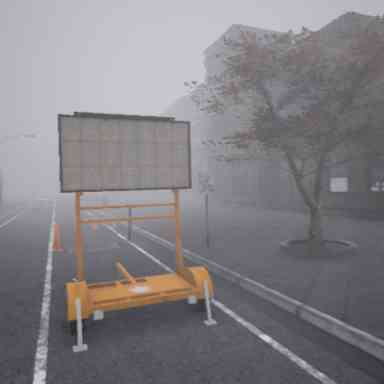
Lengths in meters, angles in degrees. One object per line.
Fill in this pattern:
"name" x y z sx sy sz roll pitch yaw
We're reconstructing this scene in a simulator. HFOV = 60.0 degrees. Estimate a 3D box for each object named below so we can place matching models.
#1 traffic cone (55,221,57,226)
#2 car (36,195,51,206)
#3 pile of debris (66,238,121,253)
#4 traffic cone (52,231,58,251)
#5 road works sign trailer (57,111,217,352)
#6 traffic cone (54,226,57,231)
"traffic cone" -6.511 1.837 15.979 0.340 0.580 0.340 -2 1 -22
"car" -21.814 1.175 48.701 1.812 1.442 4.674 -2 2 -22
"pile of debris" -3.807 2.032 12.767 1.860 0.140 1.500 -2 1 -22
"traffic cone" -4.993 1.862 12.279 0.340 0.580 0.340 -2 1 -22
"road works sign trailer" -1.197 0.374 6.260 2.380 3.560 2.880 -2 1 -22
"traffic cone" -5.752 1.849 14.129 0.340 0.580 0.340 -2 1 -22
